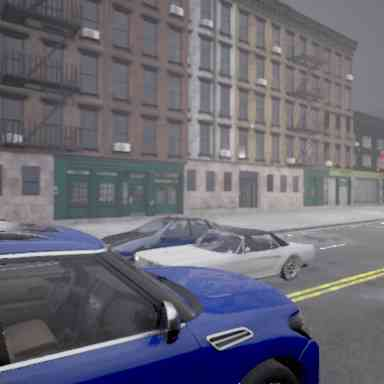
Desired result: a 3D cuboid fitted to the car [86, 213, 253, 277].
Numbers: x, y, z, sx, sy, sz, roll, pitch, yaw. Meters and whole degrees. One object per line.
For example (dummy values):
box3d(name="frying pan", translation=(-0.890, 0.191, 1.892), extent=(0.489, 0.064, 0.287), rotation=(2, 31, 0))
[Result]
box3d(name="car", translation=(-0.579, 1.556, 11.255), extent=(5.357, 1.411, 2.033), rotation=(0, 0, -35))

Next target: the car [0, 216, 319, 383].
box3d(name="car", translation=(-1.450, 1.221, 2.404), extent=(5.566, 2.045, 2.150), rotation=(1, 0, -35))

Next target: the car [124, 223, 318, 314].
box3d(name="car", translation=(0.903, 1.610, 8.320), extent=(4.718, 1.301, 1.895), rotation=(0, 0, -35))
